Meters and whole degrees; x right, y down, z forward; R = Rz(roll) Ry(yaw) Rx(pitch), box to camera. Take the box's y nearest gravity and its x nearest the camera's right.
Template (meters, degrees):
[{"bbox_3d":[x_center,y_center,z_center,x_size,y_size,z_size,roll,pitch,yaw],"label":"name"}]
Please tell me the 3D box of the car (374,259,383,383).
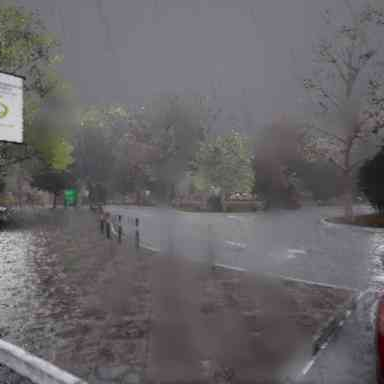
[{"bbox_3d":[3.852,1.299,4.461,2.185,1.767,4.553,1,0,35],"label":"car"}]
